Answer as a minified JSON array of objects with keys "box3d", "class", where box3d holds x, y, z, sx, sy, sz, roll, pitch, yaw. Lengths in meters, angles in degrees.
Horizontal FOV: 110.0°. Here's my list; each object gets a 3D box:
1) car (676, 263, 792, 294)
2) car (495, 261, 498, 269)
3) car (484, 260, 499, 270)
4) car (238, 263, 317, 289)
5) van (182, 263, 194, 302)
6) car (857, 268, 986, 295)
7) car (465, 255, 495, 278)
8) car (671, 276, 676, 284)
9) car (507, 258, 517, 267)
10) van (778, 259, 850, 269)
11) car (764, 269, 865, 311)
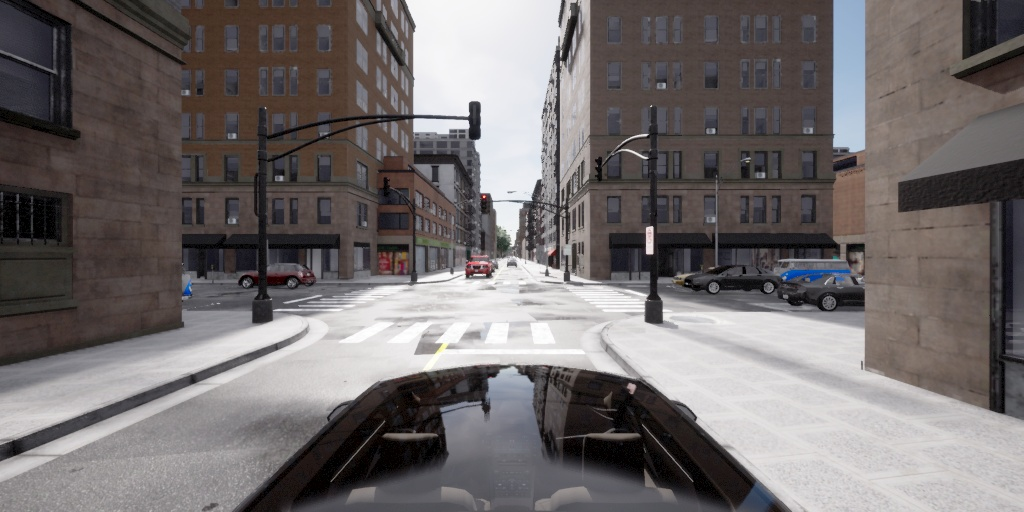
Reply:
[{"box3d":[11.926,1.248,19.494,4.892,1.490,1.837,0,0,-1],"class":"car"},{"box3d":[-3.106,1.259,44.096,1.812,1.442,4.674,0,0,0],"class":"car"},{"box3d":[-3.092,1.288,54.089,1.994,1.385,4.181,0,0,1],"class":"car"},{"box3d":[-14.605,1.172,22.323,4.097,1.591,1.967,0,0,1],"class":"car"},{"box3d":[-14.675,1.089,13.798,3.998,1.789,1.690,0,0,1],"class":"van"},{"box3d":[21.959,1.345,19.378,4.718,1.301,1.895,0,0,1],"class":"car"},{"box3d":[-3.102,0.962,34.259,2.150,2.045,5.566,0,0,0],"class":"car"},{"box3d":[12.419,1.264,22.046,4.829,1.417,1.751,0,0,1],"class":"car"},{"box3d":[-0.008,1.260,63.799,2.033,1.411,5.357,0,0,0],"class":"car"},{"box3d":[18.258,1.080,21.986,3.998,1.789,1.690,0,0,1],"class":"van"},{"box3d":[12.520,1.305,13.519,4.403,1.370,2.007,0,0,1],"class":"car"}]
